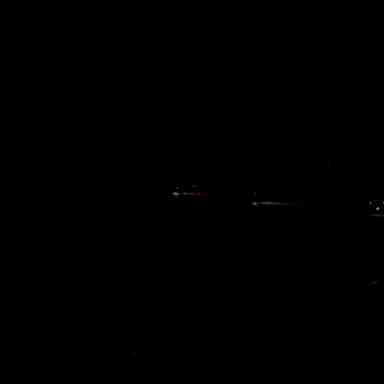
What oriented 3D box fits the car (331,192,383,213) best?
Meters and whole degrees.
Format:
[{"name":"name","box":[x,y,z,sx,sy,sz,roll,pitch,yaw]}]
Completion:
[{"name":"car","box":[11.415,0.712,24.183,1.895,1.301,4.718,1,2,-28]}]

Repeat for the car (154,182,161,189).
[{"name":"car","box":[-5.275,-1.134,61.540,2.033,1.411,5.357,1,2,-28]}]

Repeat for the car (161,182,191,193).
[{"name":"car","box":[-2.542,-0.690,50.089,1.837,1.490,4.892,1,2,-28]}]

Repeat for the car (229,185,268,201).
[{"name":"car","box":[5.804,0.061,34.610,1.882,1.535,5.008,1,2,-29]}]

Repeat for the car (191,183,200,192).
[{"name":"car","box":[-0.493,-0.741,52.833,2.128,1.511,4.902,1,2,-28]}]
